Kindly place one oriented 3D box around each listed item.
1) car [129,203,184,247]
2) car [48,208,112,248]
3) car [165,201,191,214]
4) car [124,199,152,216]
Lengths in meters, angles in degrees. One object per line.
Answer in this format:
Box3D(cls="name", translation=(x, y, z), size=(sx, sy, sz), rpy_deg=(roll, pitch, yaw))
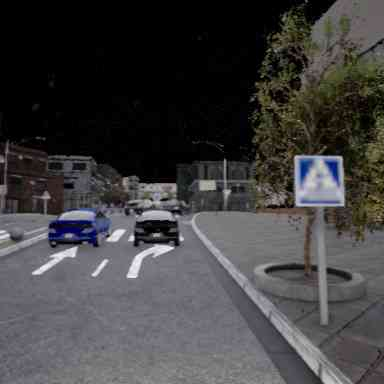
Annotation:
Box3D(cls="car", translation=(-1.586, 1.481, 15.165), size=(1.882, 1.535, 5.008), rpy_deg=(0, 0, -5))
Box3D(cls="car", translation=(-4.821, 1.465, 14.858), size=(1.882, 1.535, 5.008), rpy_deg=(0, 0, -5))
Box3D(cls="car", translation=(-1.405, 1.415, 29.756), size=(1.895, 1.301, 4.718), rpy_deg=(-1, -1, 11))
Box3D(cls="car", translation=(-4.598, 1.388, 30.373), size=(1.837, 1.490, 4.892), rpy_deg=(-1, -2, 11))
